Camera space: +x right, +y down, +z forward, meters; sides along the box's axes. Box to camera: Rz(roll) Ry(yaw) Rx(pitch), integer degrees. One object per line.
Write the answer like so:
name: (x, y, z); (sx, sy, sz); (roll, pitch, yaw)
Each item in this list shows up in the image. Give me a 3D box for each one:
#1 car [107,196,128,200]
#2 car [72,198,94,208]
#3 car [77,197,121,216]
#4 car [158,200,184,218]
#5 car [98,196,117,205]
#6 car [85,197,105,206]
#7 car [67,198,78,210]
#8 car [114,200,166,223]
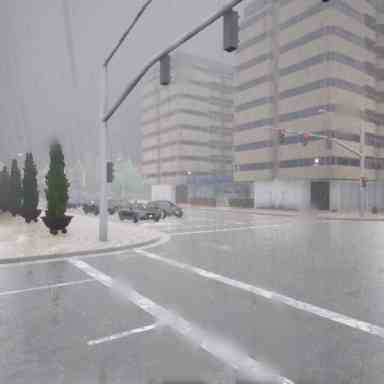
car: (-7.911, 1.489, 37.306); (2.128, 1.511, 4.902); (0, 0, -35)
car: (-16.080, 1.564, 49.041); (1.994, 1.385, 4.181); (0, 0, -35)
car: (-9.429, 1.547, 33.362); (2.033, 1.411, 5.357); (0, 0, -35)
car: (-2.612, 1.505, 29.718); (1.837, 1.490, 4.892); (0, 0, -35)
car: (-15.555, 1.526, 60.807); (1.812, 1.442, 4.674); (0, 0, -35)
car: (-16.407, 1.564, 55.918); (1.994, 1.385, 4.181); (0, 0, -35)
car: (-16.423, 1.478, 43.395); (1.882, 1.535, 5.008); (0, 0, -35)
car: (-4.135, 1.564, 25.786); (1.994, 1.385, 4.181); (0, 0, -35)
